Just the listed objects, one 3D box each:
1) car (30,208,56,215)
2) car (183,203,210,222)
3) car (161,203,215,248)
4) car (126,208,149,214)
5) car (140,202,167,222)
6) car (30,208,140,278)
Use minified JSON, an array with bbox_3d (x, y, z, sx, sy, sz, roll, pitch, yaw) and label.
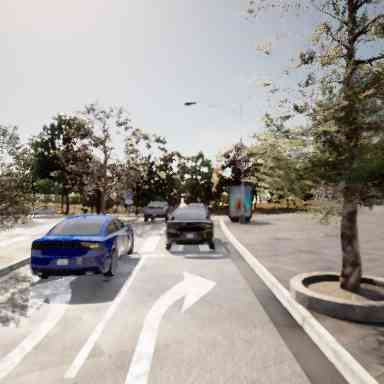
[{"bbox_3d":[-27.783,3.650,62.282,1.812,1.442,4.674,-4,-5,44],"label":"car"},{"bbox_3d":[0.403,1.588,26.442,1.994,1.385,4.181,0,-2,3],"label":"car"},{"bbox_3d":[-0.058,1.375,14.292,1.882,1.535,5.008,0,1,0],"label":"car"},{"bbox_3d":[-11.218,3.901,68.223,4.181,1.385,1.994,-1,-3,8],"label":"car"},{"bbox_3d":[-2.561,1.520,26.225,2.128,1.511,4.902,0,-2,2],"label":"car"},{"bbox_3d":[-2.961,1.411,9.995,1.882,1.535,5.008,0,1,-1],"label":"car"}]
